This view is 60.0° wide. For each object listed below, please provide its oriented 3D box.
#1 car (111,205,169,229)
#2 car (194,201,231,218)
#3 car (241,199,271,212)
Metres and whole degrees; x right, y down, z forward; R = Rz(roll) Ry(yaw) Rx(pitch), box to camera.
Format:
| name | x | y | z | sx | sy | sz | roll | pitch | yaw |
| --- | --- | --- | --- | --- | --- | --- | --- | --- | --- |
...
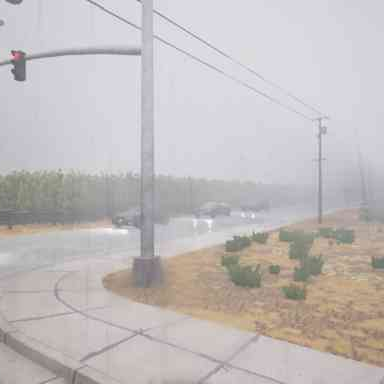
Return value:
| name | x | y | z | sx | sy | sz | roll | pitch | yaw |
| --- | --- | --- | --- | --- | --- | --- | --- | --- | --- |
| car | -3.358 | 1.599 | 22.279 | 1.994 | 1.385 | 4.181 | 0 | 0 | 33 |
| car | 2.015 | 1.561 | 30.595 | 1.812 | 1.442 | 4.674 | 0 | 0 | 33 |
| car | 7.659 | 1.582 | 39.366 | 2.033 | 1.411 | 5.357 | 0 | 0 | 33 |
